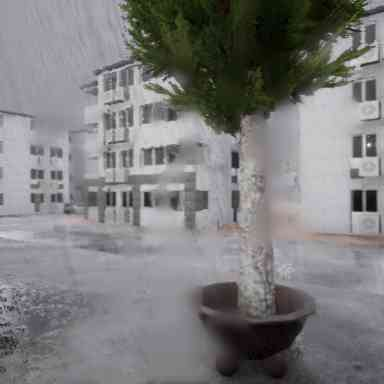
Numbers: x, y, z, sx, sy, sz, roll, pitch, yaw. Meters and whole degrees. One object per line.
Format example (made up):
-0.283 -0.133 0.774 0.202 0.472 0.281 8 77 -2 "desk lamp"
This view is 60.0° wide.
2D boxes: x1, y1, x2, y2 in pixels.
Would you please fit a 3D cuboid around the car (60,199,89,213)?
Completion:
-13.689 1.628 38.698 1.845 1.501 3.633 0 0 -43 "car"

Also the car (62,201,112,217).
-11.609 1.855 36.795 4.974 1.542 2.038 0 0 -25 "car"

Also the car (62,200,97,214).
-11.657 1.698 36.774 4.536 1.218 1.853 0 0 -25 "car"
